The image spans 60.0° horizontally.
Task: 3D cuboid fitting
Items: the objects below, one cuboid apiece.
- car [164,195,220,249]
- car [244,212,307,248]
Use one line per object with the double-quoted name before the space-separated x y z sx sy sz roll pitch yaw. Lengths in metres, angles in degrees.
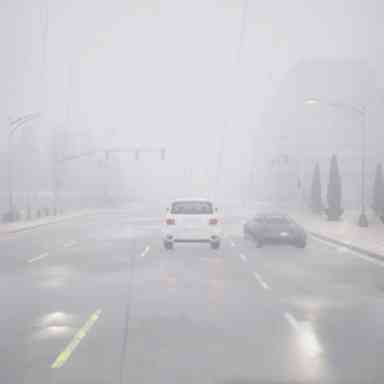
"car" 0.000 1.257 14.680 2.150 2.045 5.566 0 0 0
"car" 3.500 1.571 14.650 1.994 1.385 4.181 0 0 0
